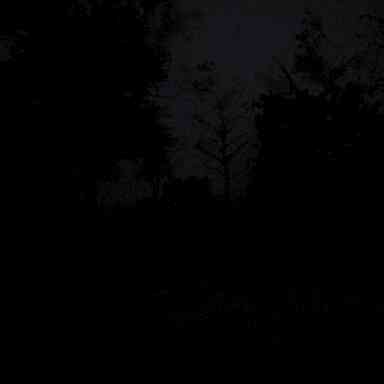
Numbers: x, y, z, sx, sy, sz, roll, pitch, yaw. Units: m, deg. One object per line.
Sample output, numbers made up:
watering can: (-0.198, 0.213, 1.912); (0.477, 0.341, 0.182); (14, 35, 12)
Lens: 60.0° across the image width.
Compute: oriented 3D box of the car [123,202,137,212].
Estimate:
car: (-8.678, 2.541, 56.632); (4.674, 1.452, 2.002); (-1, -2, -38)

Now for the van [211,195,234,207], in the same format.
van: (4.232, 1.365, 40.368); (4.442, 1.987, 1.878); (-1, -1, -38)

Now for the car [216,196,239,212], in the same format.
car: (5.731, 1.500, 37.984); (5.366, 1.575, 1.946); (-1, -1, -38)

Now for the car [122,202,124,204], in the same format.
car: (-10.679, 2.535, 59.097); (4.553, 1.767, 2.185); (-1, -2, -38)
